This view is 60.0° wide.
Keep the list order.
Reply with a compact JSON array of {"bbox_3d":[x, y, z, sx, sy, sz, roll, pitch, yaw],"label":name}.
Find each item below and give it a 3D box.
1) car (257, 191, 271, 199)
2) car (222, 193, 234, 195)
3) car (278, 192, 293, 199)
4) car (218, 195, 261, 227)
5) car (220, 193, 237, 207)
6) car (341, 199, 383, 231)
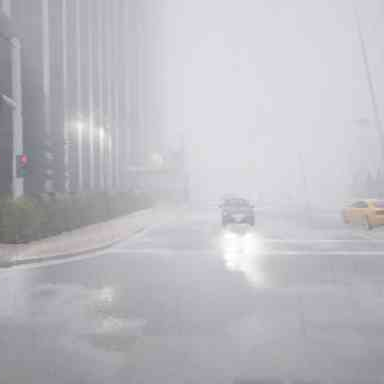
[{"bbox_3d":[13.116,0.567,60.678,1.994,1.385,4.181,-1,1,5],"label":"car"},{"bbox_3d":[3.450,1.018,29.584,1.882,1.535,5.008,-1,1,5],"label":"car"},{"bbox_3d":[16.367,0.600,58.675,1.895,1.301,4.718,-1,1,5],"label":"car"},{"bbox_3d":[2.677,1.173,20.140,2.128,1.511,4.902,-1,1,5],"label":"car"},{"bbox_3d":[4.331,0.891,39.816,1.837,1.490,4.892,-1,1,5],"label":"car"},{"bbox_3d":[9.711,1.120,17.944,1.882,1.535,5.008,-1,1,5],"label":"car"}]
